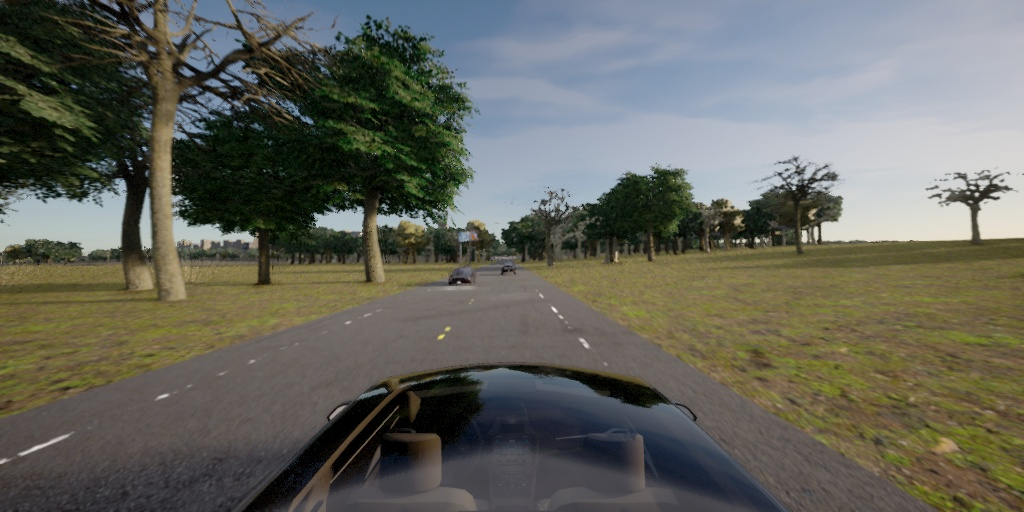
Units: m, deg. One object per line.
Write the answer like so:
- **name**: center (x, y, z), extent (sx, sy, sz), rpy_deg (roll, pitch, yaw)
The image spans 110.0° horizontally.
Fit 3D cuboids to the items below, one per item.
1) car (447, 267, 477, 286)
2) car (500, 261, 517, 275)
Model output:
- **car**: center (-3.919, 1.578, 28.971), extent (2.033, 1.411, 5.357), rpy_deg (-1, 0, -1)
- **car**: center (-0.419, 1.576, 45.790), extent (1.837, 1.490, 4.892), rpy_deg (-1, 0, -1)
